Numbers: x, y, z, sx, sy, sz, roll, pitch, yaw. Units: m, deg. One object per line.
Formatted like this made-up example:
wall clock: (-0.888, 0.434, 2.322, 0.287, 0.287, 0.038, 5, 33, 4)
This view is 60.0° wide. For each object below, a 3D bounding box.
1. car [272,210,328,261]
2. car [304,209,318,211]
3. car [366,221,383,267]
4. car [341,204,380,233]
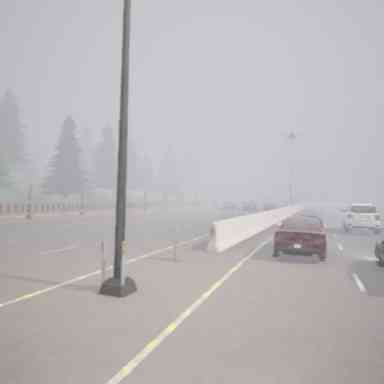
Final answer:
car: (4.582, 1.783, 13.962, 1.882, 1.535, 5.008, 1, 0, 21)
car: (9.709, 2.142, 27.376, 1.812, 1.442, 4.674, 1, -1, 22)
car: (6.681, 1.855, 9.666, 2.033, 1.411, 5.357, 1, -1, 21)
car: (12.288, 1.872, 24.382, 2.150, 2.045, 5.566, 1, -1, 22)
